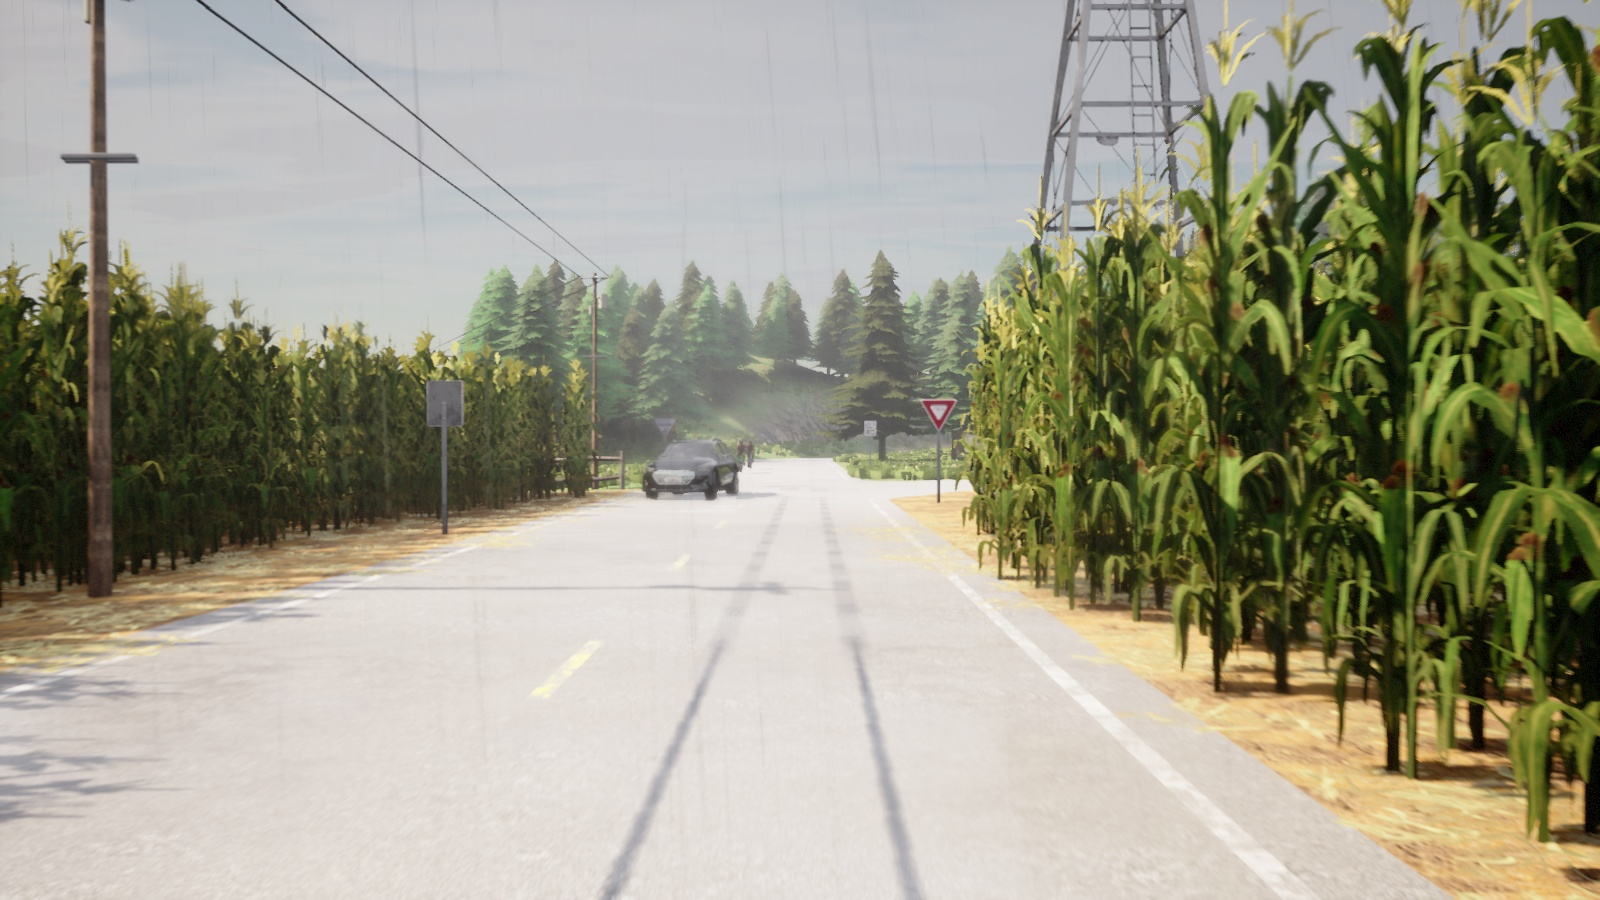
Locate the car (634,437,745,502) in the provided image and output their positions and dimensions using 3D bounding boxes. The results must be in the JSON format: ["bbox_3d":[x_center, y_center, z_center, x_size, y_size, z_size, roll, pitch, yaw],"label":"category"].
[{"bbox_3d":[-2.947,0.479,34.576,2.033,1.649,4.856,0,0,8],"label":"car"}]
